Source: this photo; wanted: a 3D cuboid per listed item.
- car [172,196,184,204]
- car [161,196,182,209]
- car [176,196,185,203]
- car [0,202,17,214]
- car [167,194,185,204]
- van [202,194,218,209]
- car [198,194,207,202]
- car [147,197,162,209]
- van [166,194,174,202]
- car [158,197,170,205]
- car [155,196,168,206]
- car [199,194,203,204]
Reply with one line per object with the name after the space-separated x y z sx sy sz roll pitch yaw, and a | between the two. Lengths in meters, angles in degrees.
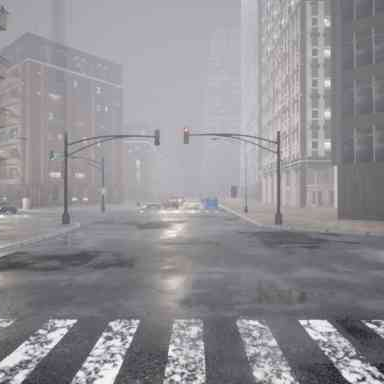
-2.656 1.583 65.410 2.128 1.511 4.902 0 0 1 | car
-2.737 1.644 45.127 1.895 1.301 4.718 0 0 0 | car
-2.597 1.672 75.226 1.994 1.385 4.181 0 0 0 | car
-21.071 1.789 36.702 4.718 1.301 1.895 -1 -1 41 | car
-2.708 1.417 55.068 2.097 1.767 4.553 0 0 1 | car
2.663 1.386 45.982 1.690 1.788 3.998 0 0 0 | van
2.739 1.467 84.850 2.192 1.841 5.009 0 0 0 | car
-5.219 1.570 45.828 1.752 1.417 4.829 0 0 0 | car
-5.150 1.474 79.311 1.690 1.788 3.998 0 0 0 | van
-5.185 1.650 62.655 1.947 1.339 4.313 0 0 0 | car
-5.196 1.510 57.103 1.967 1.590 4.097 0 0 0 | car
2.707 1.644 68.191 1.887 1.381 4.507 0 0 0 | car
